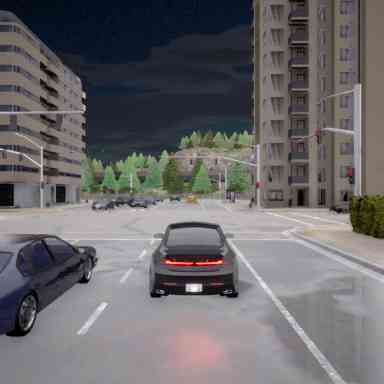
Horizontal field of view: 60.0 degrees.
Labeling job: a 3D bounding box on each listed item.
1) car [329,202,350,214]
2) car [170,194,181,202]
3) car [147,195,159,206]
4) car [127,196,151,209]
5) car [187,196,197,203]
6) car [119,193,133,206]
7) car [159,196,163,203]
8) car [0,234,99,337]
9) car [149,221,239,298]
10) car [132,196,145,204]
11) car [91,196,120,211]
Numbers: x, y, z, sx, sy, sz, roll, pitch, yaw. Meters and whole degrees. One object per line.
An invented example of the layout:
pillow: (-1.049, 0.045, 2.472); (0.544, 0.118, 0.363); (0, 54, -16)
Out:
car: (17.286, 1.547, 34.639); (5.357, 1.411, 2.033); (0, 0, 0)
car: (-3.625, 1.194, 72.963); (2.097, 1.767, 4.553); (0, 0, 0)
car: (-7.177, 1.352, 55.830); (2.097, 1.767, 4.553); (0, 0, 0)
car: (-7.120, 1.564, 45.083); (1.994, 1.385, 4.181); (0, 0, -2)
car: (-0.037, 1.477, 70.059); (1.882, 1.535, 5.008); (0, 0, 0)
car: (-10.679, 1.220, 53.586); (2.150, 2.045, 5.566); (0, 0, 0)
car: (-7.120, 1.511, 70.049); (1.994, 1.385, 4.181); (0, 0, 0)
car: (-3.461, 1.547, 6.576); (2.033, 1.411, 5.357); (0, 0, 0)
car: (0.049, 1.505, 8.505); (1.837, 1.490, 4.892); (0, 0, 0)
car: (-10.644, 1.564, 66.319); (1.994, 1.385, 4.181); (0, 0, 0)
car: (-10.665, 1.493, 40.128); (2.128, 1.511, 4.902); (0, 0, 0)
